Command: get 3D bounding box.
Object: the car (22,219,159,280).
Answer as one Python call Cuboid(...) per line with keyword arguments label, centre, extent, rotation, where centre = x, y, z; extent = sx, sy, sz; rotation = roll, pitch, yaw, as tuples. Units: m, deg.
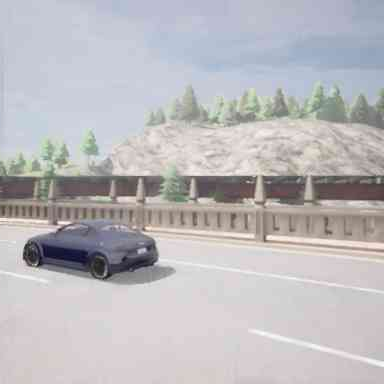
Cuboid(label="car", centre=(-3.026, 1.507, 9.773), extent=(4.181, 1.385, 1.994), rotation=(0, 0, 31))
